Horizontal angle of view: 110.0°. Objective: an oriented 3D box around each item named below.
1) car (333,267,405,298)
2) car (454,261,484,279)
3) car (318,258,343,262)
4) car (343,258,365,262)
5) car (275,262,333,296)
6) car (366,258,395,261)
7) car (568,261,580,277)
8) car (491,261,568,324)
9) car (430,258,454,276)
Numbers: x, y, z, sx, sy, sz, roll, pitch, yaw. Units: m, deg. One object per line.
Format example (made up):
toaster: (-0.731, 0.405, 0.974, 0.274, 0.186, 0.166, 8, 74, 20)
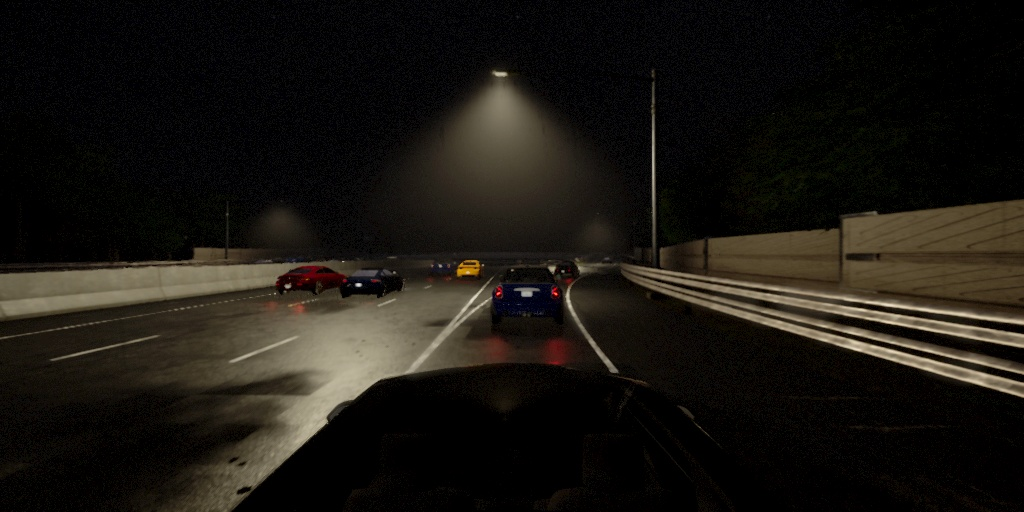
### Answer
car: (-6.895, 1.259, 18.126, 1.994, 1.385, 4.181, 0, 0, 0)
car: (-3.492, 1.149, 30.937, 1.882, 1.535, 5.008, 0, 0, 0)
car: (-28.007, 1.356, 57.028, 2.033, 1.411, 5.357, 0, -1, 1)
car: (-24.523, 1.164, 57.311, 2.097, 1.767, 4.553, 0, -1, 1)
car: (-10.382, 1.218, 18.919, 1.812, 1.442, 4.674, 0, 0, 0)
car: (-21.020, 1.359, 57.318, 2.033, 1.411, 5.357, 0, -1, 1)
car: (5.332, 1.219, 34.720, 1.812, 1.442, 4.674, -1, 0, 18)
car: (0.591, 1.061, 12.054, 2.097, 1.767, 4.553, 0, 0, 5)
car: (-6.890, 1.031, 36.670, 2.097, 1.767, 4.553, 0, 0, 0)
